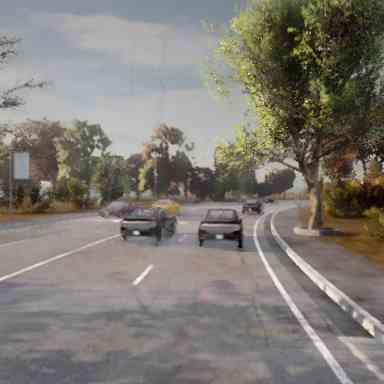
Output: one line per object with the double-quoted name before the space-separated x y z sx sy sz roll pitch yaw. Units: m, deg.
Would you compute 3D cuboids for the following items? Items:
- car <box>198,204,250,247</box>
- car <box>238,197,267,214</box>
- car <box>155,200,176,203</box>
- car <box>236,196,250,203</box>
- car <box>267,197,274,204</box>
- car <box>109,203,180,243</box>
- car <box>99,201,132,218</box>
"car" 1.410 1.511 15.199 2.128 1.511 4.902 0 0 8
"car" 6.768 1.568 36.597 1.837 1.490 4.892 0 0 19
"car" -2.564 1.487 30.971 1.882 1.535 5.008 0 0 16
"car" 10.728 1.578 67.689 1.837 1.490 4.892 0 0 34
"car" 15.249 1.651 68.035 1.994 1.385 4.181 0 0 34
"car" -1.964 1.497 16.289 2.128 1.511 4.902 0 0 8
"car" -6.483 1.514 29.837 1.812 1.442 4.674 0 0 15
